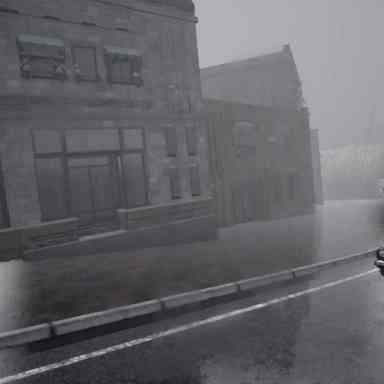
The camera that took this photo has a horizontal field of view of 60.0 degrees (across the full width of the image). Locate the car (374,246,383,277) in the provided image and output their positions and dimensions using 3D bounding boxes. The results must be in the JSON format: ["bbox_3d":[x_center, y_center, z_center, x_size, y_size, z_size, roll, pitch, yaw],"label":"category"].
[{"bbox_3d":[6.719,1.543,8.812,4.718,1.301,1.895,-1,0,-39],"label":"car"}]
